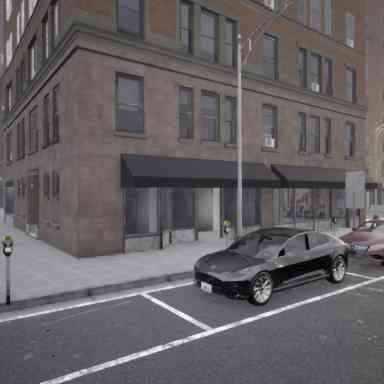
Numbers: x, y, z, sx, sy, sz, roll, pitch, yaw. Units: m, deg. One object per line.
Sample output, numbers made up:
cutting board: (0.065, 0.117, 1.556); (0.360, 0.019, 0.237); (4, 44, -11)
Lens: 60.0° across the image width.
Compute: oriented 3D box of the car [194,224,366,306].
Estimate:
car: (2.058, 1.566, 8.037); (4.313, 1.339, 1.947); (0, 0, -36)

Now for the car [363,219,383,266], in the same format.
car: (6.519, 1.582, 11.256); (4.206, 1.307, 1.802); (0, 0, -36)
